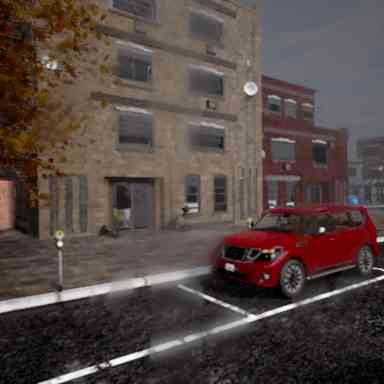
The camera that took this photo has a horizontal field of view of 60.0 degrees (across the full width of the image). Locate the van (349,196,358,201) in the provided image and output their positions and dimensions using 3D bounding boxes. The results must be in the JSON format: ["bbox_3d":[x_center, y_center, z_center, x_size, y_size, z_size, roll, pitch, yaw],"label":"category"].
[{"bbox_3d":[25.130,1.514,54.716,1.690,1.788,3.998,-2,0,-36],"label":"van"}]

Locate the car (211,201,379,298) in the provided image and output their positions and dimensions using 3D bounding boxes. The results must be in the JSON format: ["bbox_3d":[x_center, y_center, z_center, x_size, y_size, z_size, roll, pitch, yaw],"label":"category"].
[{"bbox_3d":[2.860,1.288,8.605,5.009,1.841,2.192,0,0,-35],"label":"car"}]
